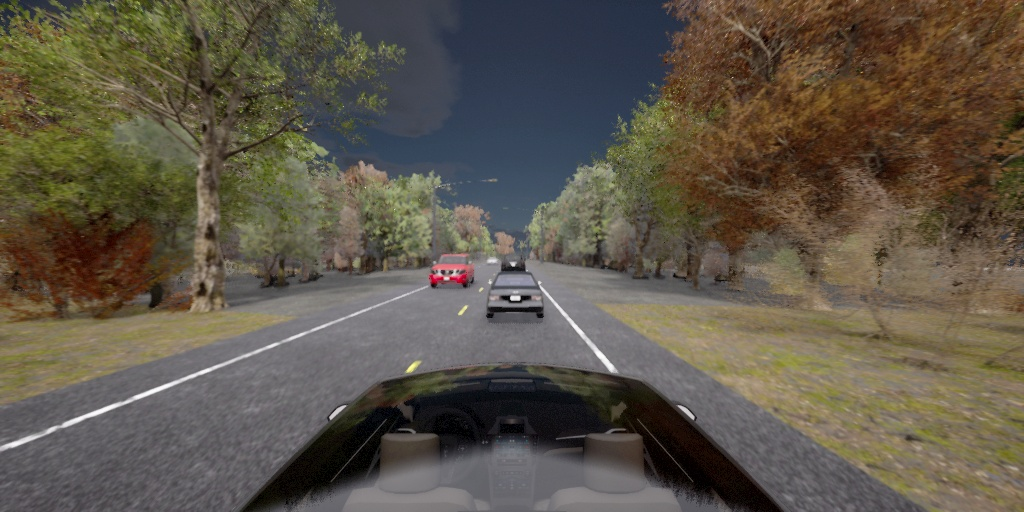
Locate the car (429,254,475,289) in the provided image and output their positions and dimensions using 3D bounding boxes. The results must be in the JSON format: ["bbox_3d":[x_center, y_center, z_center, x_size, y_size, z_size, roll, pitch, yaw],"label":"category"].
[{"bbox_3d":[-3.592,0.863,22.486,2.150,2.045,5.566,0,0,0],"label":"car"}]

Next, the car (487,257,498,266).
[{"bbox_3d":[-3.499,0.946,64.602,1.812,1.442,4.674,0,0,1],"label":"car"}]

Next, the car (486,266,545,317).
[{"bbox_3d":[0.102,1.240,12.774,2.033,1.411,5.357,0,0,0],"label":"car"}]

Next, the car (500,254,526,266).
[{"bbox_3d":[0.110,0.811,32.478,2.150,2.045,5.566,0,0,0],"label":"car"}]
